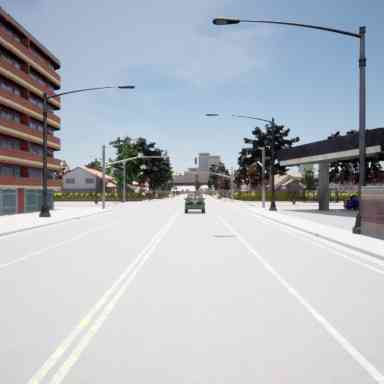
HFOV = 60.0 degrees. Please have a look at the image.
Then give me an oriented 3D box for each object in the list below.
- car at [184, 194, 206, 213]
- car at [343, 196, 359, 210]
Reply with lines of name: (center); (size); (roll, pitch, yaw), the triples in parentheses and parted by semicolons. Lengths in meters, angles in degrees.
car: (0.311, 1.221, 36.541); (2.150, 2.045, 5.566); (0, 0, 0)
car: (20.501, 1.295, 39.459); (4.611, 1.667, 2.242); (0, 0, 2)
